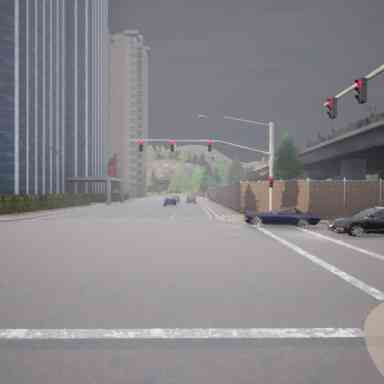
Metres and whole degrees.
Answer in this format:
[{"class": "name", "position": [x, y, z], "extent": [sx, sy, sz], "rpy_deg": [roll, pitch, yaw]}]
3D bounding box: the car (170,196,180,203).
[{"class": "car", "position": [-3.657, 1.540, 72.948], "extent": [2.033, 1.411, 5.357], "rpy_deg": [0, 0, 0]}]

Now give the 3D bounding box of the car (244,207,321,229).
[{"class": "car", "position": [5.825, 1.648, 21.822], "extent": [4.718, 1.301, 1.895], "rpy_deg": [0, 0, 13]}]

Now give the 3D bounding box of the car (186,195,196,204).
[{"class": "car", "position": [-0.140, 1.547, 63.517], "extent": [2.033, 1.411, 5.357], "rpy_deg": [0, 0, 0]}]

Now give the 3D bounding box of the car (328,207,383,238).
[{"class": "car", "position": [9.732, 1.561, 17.544], "extent": [4.892, 1.490, 1.837], "rpy_deg": [0, 0, 0]}]

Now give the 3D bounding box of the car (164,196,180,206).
[{"class": "car", "position": [-3.522, 1.478, 55.546], "extent": [1.882, 1.535, 5.008], "rpy_deg": [0, 0, 0]}]

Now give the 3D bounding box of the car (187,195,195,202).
[{"class": "car", "position": [-0.163, 1.385, 73.919], "extent": [1.812, 1.442, 4.674], "rpy_deg": [0, 0, 0]}]
